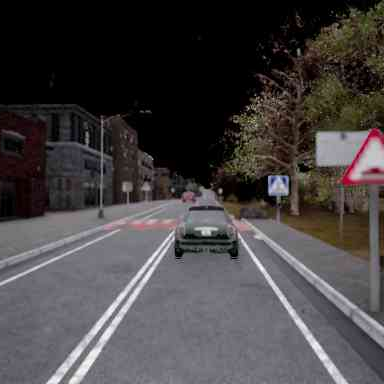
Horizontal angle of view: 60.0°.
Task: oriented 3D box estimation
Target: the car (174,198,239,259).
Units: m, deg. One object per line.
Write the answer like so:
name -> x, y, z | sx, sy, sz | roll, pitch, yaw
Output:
car -> 0.555, 1.283, 12.544 | 2.097, 1.767, 4.553 | 0, 0, 3

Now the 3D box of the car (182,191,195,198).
car -> -0.550, 0.925, 59.904 | 2.150, 2.045, 5.566 | 0, 0, 3
